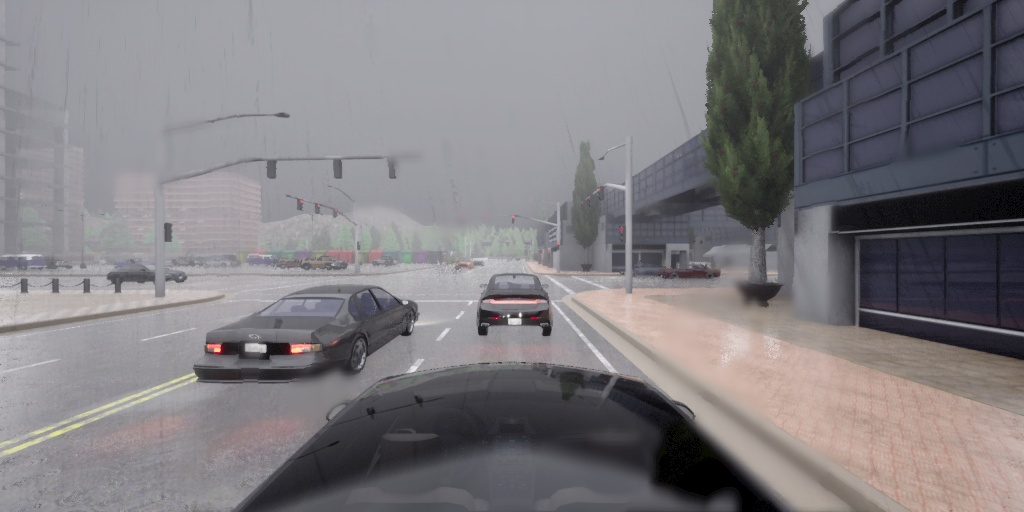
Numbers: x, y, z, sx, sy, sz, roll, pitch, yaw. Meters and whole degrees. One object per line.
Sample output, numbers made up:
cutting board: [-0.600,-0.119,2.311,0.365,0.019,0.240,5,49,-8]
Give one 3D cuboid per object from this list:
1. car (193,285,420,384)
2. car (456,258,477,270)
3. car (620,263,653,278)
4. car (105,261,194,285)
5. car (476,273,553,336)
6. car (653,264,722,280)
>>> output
car: [-3.437,1.297,7.352,2.033,1.411,5.357,0,0,0]
car: [-7.007,1.102,53.674,2.097,1.767,4.553,0,0,1]
car: [12.281,1.312,33.602,4.181,1.385,1.994,0,0,0]
car: [-26.030,1.276,25.626,4.674,1.442,1.812,0,0,0]
car: [0.068,1.242,10.382,2.128,1.511,4.902,0,0,0]
car: [14.765,1.351,30.093,4.718,1.301,1.895,0,0,0]
